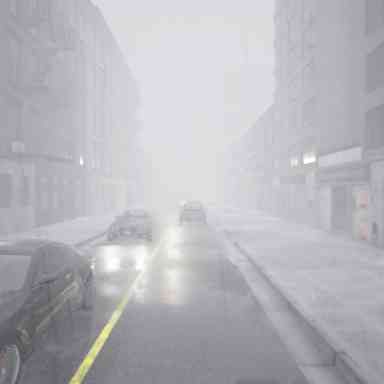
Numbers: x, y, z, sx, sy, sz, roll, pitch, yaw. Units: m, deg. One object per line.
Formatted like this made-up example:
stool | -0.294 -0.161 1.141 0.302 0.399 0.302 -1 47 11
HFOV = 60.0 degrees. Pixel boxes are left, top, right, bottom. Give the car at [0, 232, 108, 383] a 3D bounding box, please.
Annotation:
car | -2.857 1.525 5.089 1.812 1.442 4.674 0 0 0

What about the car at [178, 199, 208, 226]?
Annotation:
car | 0.075 1.495 23.551 2.128 1.511 4.902 0 0 0

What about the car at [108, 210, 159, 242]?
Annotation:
car | -2.756 1.564 16.290 1.994 1.385 4.181 0 0 0
